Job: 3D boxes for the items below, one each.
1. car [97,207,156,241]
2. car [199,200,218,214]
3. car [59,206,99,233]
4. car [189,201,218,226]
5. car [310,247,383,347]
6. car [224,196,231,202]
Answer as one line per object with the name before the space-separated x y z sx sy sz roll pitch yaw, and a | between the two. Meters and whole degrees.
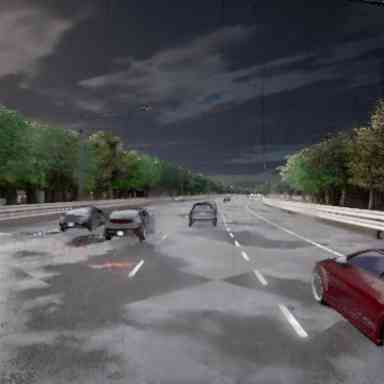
car | -3.042 1.557 17.027 1.837 1.490 4.892 0 0 2
car | 1.985 1.706 38.907 2.033 1.411 5.357 0 0 5
car | -6.399 1.577 20.182 1.812 1.442 4.674 0 0 3
car | 0.820 1.522 24.265 2.033 1.649 4.856 0 -1 3
car | 3.522 1.596 5.546 1.994 1.385 4.181 0 0 1
car | 9.769 1.944 91.910 1.812 1.442 4.674 0 0 10
